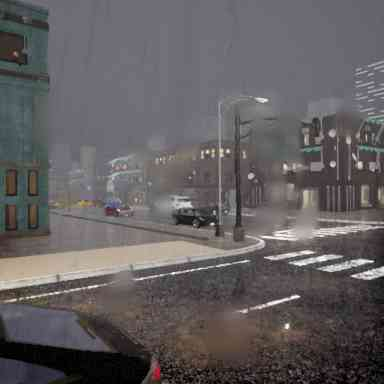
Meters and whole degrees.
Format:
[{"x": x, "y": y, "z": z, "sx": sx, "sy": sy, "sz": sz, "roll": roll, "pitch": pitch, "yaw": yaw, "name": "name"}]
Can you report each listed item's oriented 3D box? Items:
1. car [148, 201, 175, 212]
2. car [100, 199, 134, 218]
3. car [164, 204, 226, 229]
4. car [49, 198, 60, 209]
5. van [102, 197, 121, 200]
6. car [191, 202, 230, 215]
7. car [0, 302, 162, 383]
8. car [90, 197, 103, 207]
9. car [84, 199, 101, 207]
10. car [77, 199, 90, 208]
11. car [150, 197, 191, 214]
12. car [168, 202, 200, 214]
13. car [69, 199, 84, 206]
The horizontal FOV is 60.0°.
[{"x": -4.176, "y": 1.966, "z": 44.872, "sx": 1.802, "sy": 1.307, "sz": 4.206, "roll": -1, "pitch": 0, "yaw": -35, "name": "car"}, {"x": -7.820, "y": 1.846, "z": 35.510, "sx": 1.967, "sy": 1.590, "sz": 4.097, "roll": -1, "pitch": 0, "yaw": -35, "name": "car"}, {"x": 0.102, "y": 1.815, "z": 24.115, "sx": 1.947, "sy": 1.339, "sz": 4.313, "roll": -1, "pitch": 0, "yaw": -35, "name": "car"}, {"x": -23.711, "y": 2.233, "z": 57.960, "sx": 1.752, "sy": 1.417, "sz": 4.829, "roll": -1, "pitch": 0, "yaw": -35, "name": "car"}, {"x": -13.777, "y": 1.907, "z": 58.425, "sx": 1.690, "sy": 1.788, "sz": 3.998, "roll": -1, "pitch": 0, "yaw": -35, "name": "van"}, {"x": 2.219, "y": 1.810, "z": 35.837, "sx": 2.008, "sy": 1.369, "sz": 4.403, "roll": -2, "pitch": 0, "yaw": -35, "name": "car"}, {"x": -2.223, "y": 1.565, "z": 2.102, "sx": 4.181, "sy": 1.385, "sz": 1.994, "roll": 0, "pitch": 0, "yaw": -35, "name": "car"}, {"x": -16.976, "y": 1.940, "z": 62.942, "sx": 2.192, "sy": 1.841, "sz": 5.009, "roll": -1, "pitch": 0, "yaw": -35, "name": "car"}, {"x": -20.169, "y": 2.228, "z": 67.460, "sx": 1.887, "sy": 1.381, "sz": 4.507, "roll": -1, "pitch": 0, "yaw": -35, "name": "car"}, {"x": -20.493, "y": 2.154, "z": 63.449, "sx": 1.882, "sy": 1.535, "sz": 5.008, "roll": -1, "pitch": -1, "yaw": -35, "name": "car"}, {"x": -2.220, "y": 1.552, "z": 37.636, "sx": 2.150, "sy": 2.045, "sz": 5.566, "roll": -1, "pitch": 0, "yaw": -35, "name": "car"}, {"x": -0.979, "y": 1.904, "z": 40.355, "sx": 1.802, "sy": 1.307, "sz": 4.206, "roll": -2, "pitch": 0, "yaw": -35, "name": "car"}, {"x": -26.566, "y": 2.364, "z": 76.495, "sx": 1.947, "sy": 1.339, "sz": 4.313, "roll": -1, "pitch": 0, "yaw": -35, "name": "car"}]
